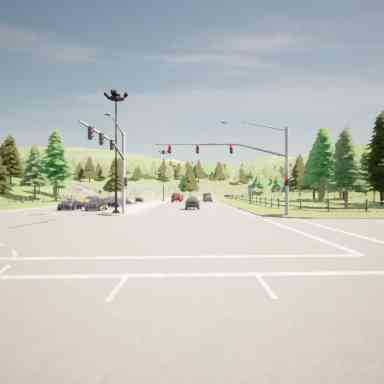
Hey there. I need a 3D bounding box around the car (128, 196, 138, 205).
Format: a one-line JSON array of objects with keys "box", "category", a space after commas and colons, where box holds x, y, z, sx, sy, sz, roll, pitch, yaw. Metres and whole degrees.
[{"box": [-11.531, 1.601, 60.202, 1.895, 1.301, 4.718, 0, 0, 1], "category": "car"}]

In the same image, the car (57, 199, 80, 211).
[{"box": [-15.058, 1.564, 41.249, 1.994, 1.385, 4.181, 0, 0, 1], "category": "car"}]

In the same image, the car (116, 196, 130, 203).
[{"box": [-14.926, 1.592, 72.110, 1.895, 1.301, 4.718, 0, 0, 0], "category": "car"}]

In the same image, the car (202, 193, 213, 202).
[{"box": [3.591, 1.536, 73.814, 2.033, 1.411, 5.357, 0, 0, 1], "category": "car"}]

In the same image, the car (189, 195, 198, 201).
[{"box": [0.321, 1.466, 84.503, 2.128, 1.511, 4.902, 0, 0, 2], "category": "car"}]

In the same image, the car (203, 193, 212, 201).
[{"box": [3.820, 1.166, 84.439, 2.150, 2.045, 5.566, 0, 0, 2], "category": "car"}]

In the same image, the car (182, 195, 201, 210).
[{"box": [0.032, 1.504, 43.214, 1.837, 1.490, 4.892, 0, 0, 0], "category": "car"}]

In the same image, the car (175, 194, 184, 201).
[{"box": [-3.178, 1.419, 84.598, 1.882, 1.535, 5.008, 0, 0, 2], "category": "car"}]

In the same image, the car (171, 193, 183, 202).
[{"box": [-3.409, 1.221, 73.853, 2.150, 2.045, 5.566, 0, 0, 1], "category": "car"}]

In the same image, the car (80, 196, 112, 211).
[{"box": [-11.570, 1.505, 40.415, 1.837, 1.490, 4.892, 0, 0, 0], "category": "car"}]

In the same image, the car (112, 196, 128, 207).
[{"box": [-11.561, 1.547, 50.154, 2.033, 1.411, 5.357, 0, 0, 0], "category": "car"}]

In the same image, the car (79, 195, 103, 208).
[{"box": [-15.057, 1.352, 49.756, 2.097, 1.767, 4.553, 0, 0, 0], "category": "car"}]

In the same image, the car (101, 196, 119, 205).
[{"box": [-15.012, 1.492, 61.144, 2.128, 1.511, 4.902, 0, 0, 1], "category": "car"}]

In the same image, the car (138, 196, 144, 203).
[{"box": [-11.443, 1.595, 70.347, 1.895, 1.301, 4.718, 0, 0, 0], "category": "car"}]

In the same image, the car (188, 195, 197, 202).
[{"box": [0.095, 1.475, 74.233, 1.882, 1.535, 5.008, 0, 0, 1], "category": "car"}]
